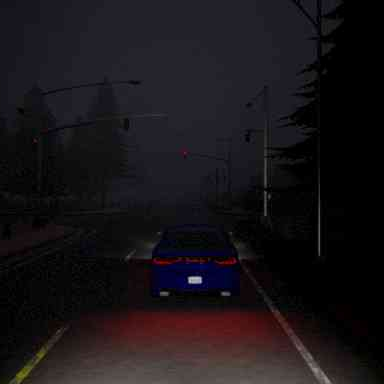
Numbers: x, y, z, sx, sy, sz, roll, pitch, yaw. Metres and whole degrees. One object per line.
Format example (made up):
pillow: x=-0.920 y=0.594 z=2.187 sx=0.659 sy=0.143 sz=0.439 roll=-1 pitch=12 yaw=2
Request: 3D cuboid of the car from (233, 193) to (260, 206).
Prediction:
car: x=8.546 y=1.146 z=52.089 sx=3.866 sy=1.878 sz=1.905 roll=0 pitch=0 yaw=0

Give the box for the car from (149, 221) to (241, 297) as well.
car: x=0.079 y=1.478 z=8.626 sx=1.882 sy=1.535 sz=5.008 roll=0 pitch=0 yaw=1

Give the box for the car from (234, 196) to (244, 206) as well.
car: x=8.956 y=1.144 z=49.578 sx=4.605 sy=1.855 sz=1.932 roll=0 pitch=0 yaw=0
